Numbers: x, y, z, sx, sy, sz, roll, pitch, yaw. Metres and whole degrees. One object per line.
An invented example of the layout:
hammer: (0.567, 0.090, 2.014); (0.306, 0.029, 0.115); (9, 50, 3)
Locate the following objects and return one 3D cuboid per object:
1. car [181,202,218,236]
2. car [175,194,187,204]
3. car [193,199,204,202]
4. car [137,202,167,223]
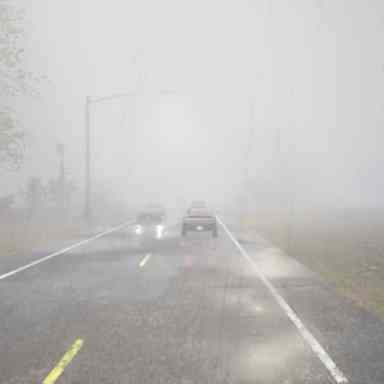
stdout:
car: (0.414, 1.551, 18.713); (2.128, 1.511, 4.902); (0, 0, 1)
car: (-2.254, 1.460, 67.770); (2.150, 2.045, 5.566); (0, 0, 1)
car: (0.921, 1.686, 45.174); (2.128, 1.511, 4.902); (0, 0, 1)
car: (-3.122, 1.581, 26.556); (1.882, 1.535, 5.008); (0, 0, 1)
